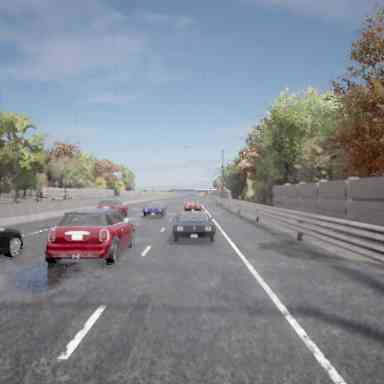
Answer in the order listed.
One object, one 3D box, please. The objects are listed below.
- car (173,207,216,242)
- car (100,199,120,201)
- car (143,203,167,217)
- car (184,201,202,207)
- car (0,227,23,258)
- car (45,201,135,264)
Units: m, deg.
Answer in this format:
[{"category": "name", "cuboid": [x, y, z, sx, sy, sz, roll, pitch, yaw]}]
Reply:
[{"category": "car", "cuboid": [0.099, 1.619, 16.561, 1.895, 1.301, 4.718, 0, 0, 0]}, {"category": "car", "cuboid": [-6.906, 1.391, 28.884, 2.097, 1.767, 4.553, 0, 0, 0]}, {"category": "car", "cuboid": [-3.401, 1.644, 31.344, 1.895, 1.301, 4.718, 0, 0, 0]}, {"category": "car", "cuboid": [0.098, 1.656, 37.684, 1.895, 1.301, 4.718, 0, 0, 0]}, {"category": "car", "cuboid": [-6.905, 1.500, 9.854, 2.128, 1.511, 4.902, 0, 0, 0]}, {"category": "car", "cuboid": [-3.403, 1.363, 11.999, 2.097, 1.767, 4.553, 0, 0, 0]}]
